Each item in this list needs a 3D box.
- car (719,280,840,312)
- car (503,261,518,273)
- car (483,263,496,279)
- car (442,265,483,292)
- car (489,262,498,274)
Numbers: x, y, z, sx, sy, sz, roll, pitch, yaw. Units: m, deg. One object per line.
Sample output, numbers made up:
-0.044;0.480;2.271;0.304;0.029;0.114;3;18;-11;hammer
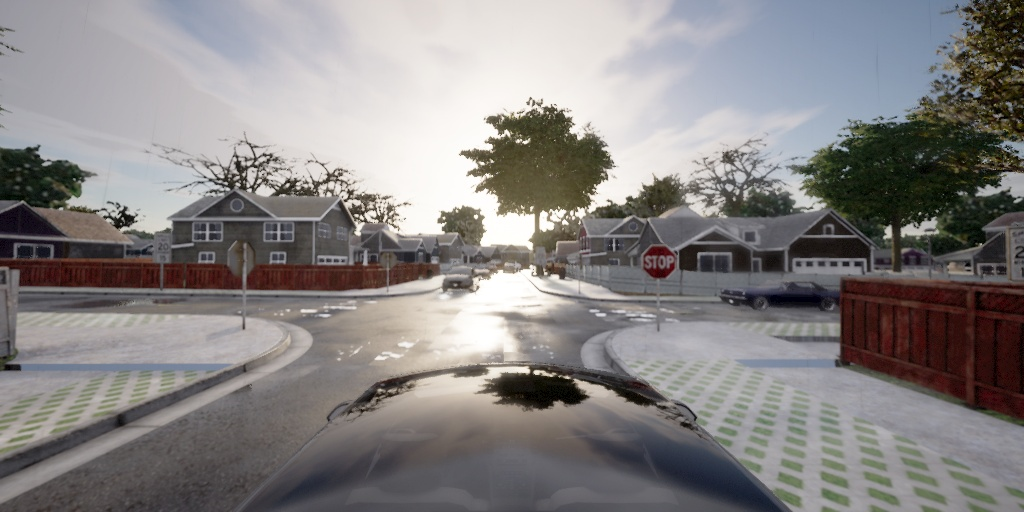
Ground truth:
11.877;1.715;15.842;4.718;1.301;1.895;1;-1;-1;car
-0.480;1.963;57.976;2.128;1.511;4.902;0;-1;0;car
-3.170;1.721;38.697;2.033;1.411;5.357;0;-1;0;car
-3.176;1.445;22.913;1.837;1.490;4.892;0;-1;1;car
-3.236;1.749;53.080;2.097;1.767;4.553;0;-1;0;car
